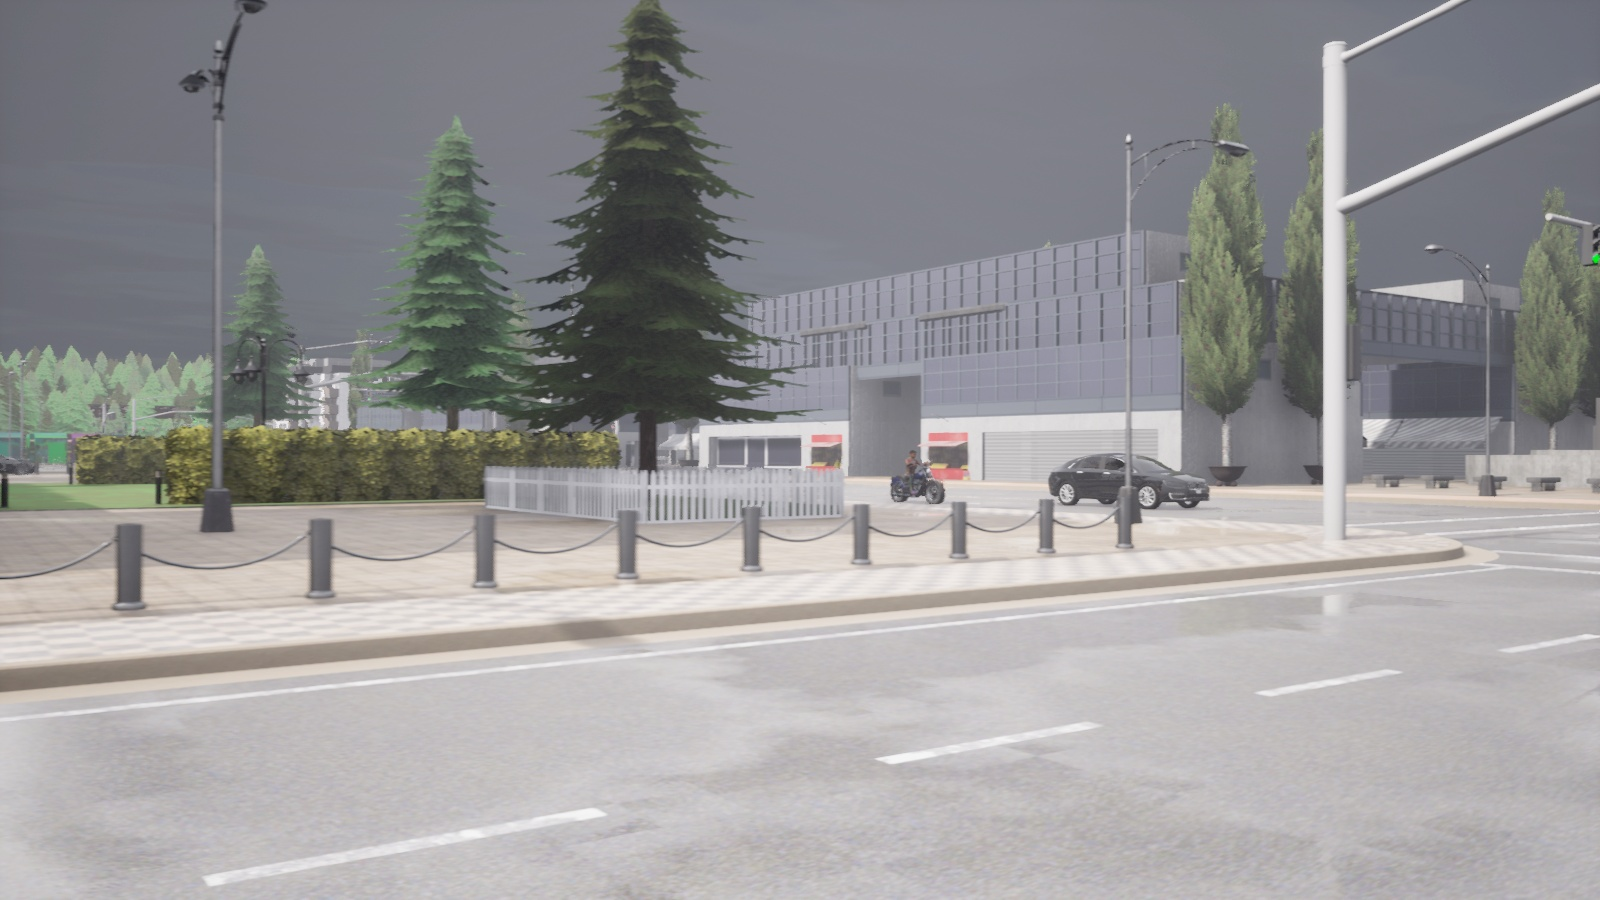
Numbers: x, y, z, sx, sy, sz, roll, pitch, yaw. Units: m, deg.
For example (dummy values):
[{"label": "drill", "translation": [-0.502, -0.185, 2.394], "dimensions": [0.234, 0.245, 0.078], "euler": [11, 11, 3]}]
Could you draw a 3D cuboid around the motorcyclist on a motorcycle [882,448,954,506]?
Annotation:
[{"label": "motorcyclist on a motorcycle", "translation": [3.453, 0.779, 37.010], "dimensions": [0.766, 1.649, 2.350], "euler": [0, 0, -35]}]

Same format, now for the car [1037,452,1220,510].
[{"label": "car", "translation": [9.068, 0.816, 35.074], "dimensions": [1.837, 1.490, 4.892], "euler": [0, 0, -35]}]

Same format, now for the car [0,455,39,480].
[{"label": "car", "translation": [-48.006, 1.029, 74.454], "dimensions": [4.792, 1.488, 2.163], "euler": [0, 0, -35]}]
